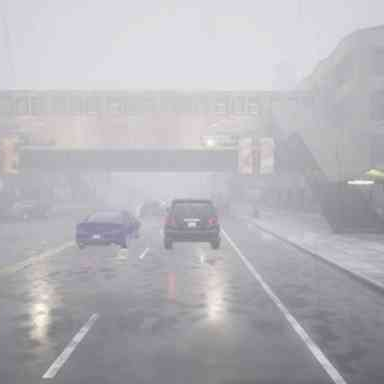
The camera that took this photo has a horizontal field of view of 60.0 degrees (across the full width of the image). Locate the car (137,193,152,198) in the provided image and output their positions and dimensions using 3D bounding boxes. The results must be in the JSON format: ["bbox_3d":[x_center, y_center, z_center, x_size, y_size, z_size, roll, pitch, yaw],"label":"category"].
[{"bbox_3d":[-10.386,1.178,75.809,2.150,2.045,5.566,0,0,0],"label":"car"}]

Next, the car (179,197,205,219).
[{"bbox_3d":[0.000,1.366,29.619,2.097,1.767,4.553,0,0,0],"label":"car"}]

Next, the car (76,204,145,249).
[{"bbox_3d":[-3.500,1.485,14.650,1.882,1.535,5.008,0,0,0],"label":"car"}]

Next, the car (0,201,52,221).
[{"bbox_3d":[-13.505,1.480,27.356,2.231,1.521,4.892,0,0,10],"label":"car"}]

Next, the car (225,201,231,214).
[{"bbox_3d":[3.225,1.594,38.584,1.895,1.301,4.718,0,0,0],"label":"car"}]

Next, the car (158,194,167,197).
[{"bbox_3d":[-6.886,1.478,75.840,2.128,1.511,4.902,0,0,0],"label":"car"}]

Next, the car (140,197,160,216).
[{"bbox_3d":[-3.500,1.516,29.650,1.837,1.490,4.892,0,0,0],"label":"car"}]

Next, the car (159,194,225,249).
[{"bbox_3d":[0.000,1.258,14.680,2.150,2.045,5.566,0,0,0],"label":"car"}]
